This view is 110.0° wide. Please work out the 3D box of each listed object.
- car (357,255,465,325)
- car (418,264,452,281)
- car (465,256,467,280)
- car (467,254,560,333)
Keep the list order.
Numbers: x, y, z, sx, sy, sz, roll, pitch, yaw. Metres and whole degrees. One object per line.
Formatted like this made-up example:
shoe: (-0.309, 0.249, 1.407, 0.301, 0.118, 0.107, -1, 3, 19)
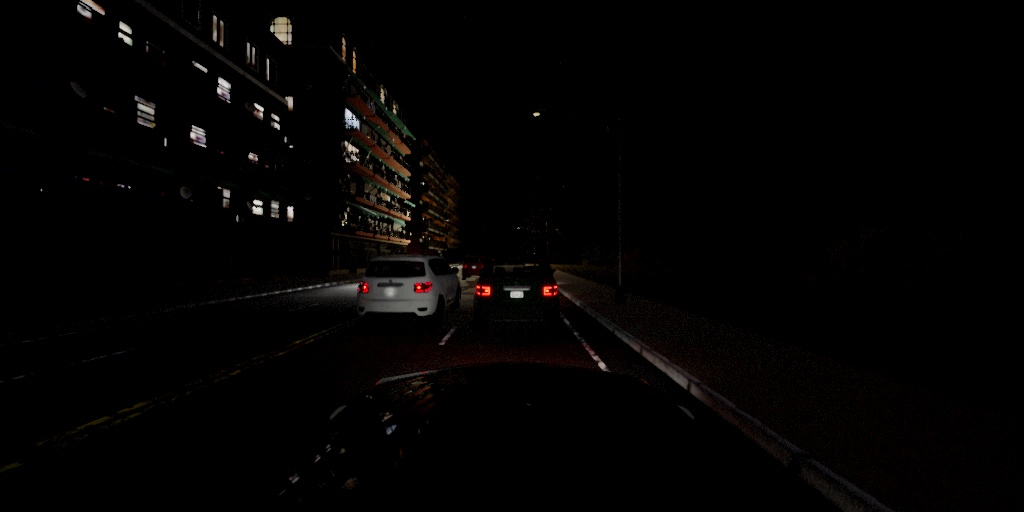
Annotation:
car: (-3.111, 0.973, 11.908, 2.150, 2.045, 5.566, 0, 0, 0)
car: (-6.485, 1.348, 30.837, 1.895, 1.301, 4.718, 0, 0, 0)
car: (-3.033, 0.971, 31.413, 2.150, 2.045, 5.566, 0, 0, 0)
car: (0.132, 0.971, 10.830, 2.150, 2.045, 5.566, 0, 0, 0)
